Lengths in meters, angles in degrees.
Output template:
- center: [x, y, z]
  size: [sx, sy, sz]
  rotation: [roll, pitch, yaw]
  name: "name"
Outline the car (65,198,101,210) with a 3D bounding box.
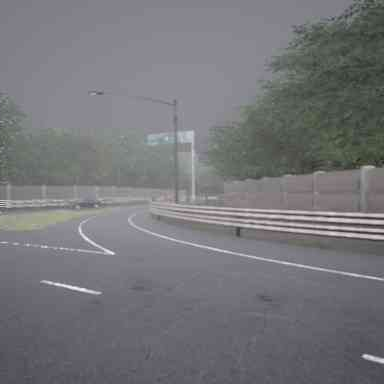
- center: [-14.430, 1.537, 44.221]
  size: [1.837, 1.490, 4.892]
  rotation: [0, 0, 38]
  name: "car"
